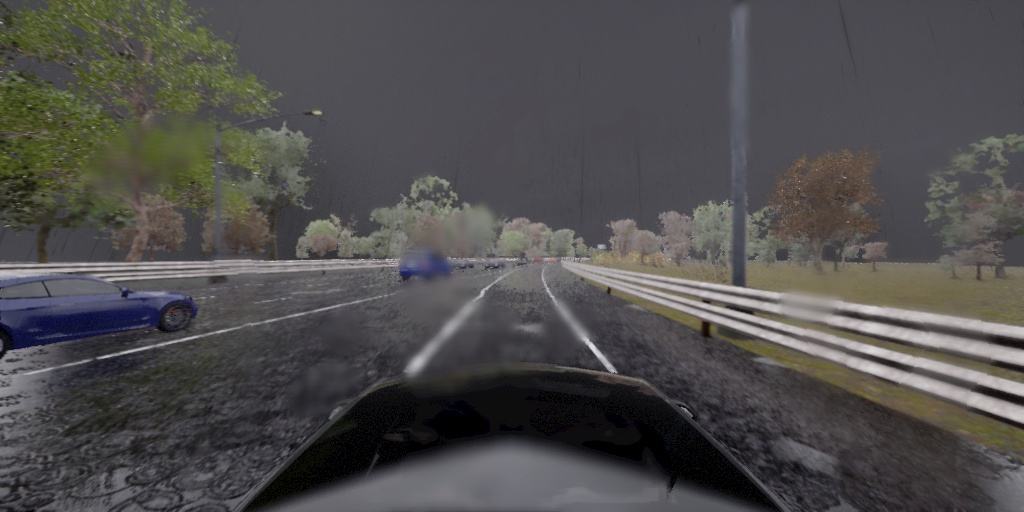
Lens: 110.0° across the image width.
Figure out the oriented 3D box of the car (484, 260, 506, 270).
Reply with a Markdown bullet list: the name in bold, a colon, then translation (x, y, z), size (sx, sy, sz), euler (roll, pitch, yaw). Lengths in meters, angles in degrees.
- **car**: translation (-2.140, 1.193, 46.951), size (1.895, 1.301, 4.718), euler (0, 0, 11)

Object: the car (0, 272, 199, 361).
- **car**: translation (-8.750, 1.030, 6.785), size (1.812, 1.442, 4.674), euler (0, 0, 8)

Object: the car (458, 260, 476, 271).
- **car**: translation (-6.036, 1.178, 45.206), size (1.895, 1.301, 4.718), euler (0, 0, 11)

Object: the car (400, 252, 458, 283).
- **car**: translation (-5.936, 0.765, 25.547), size (2.150, 2.045, 5.566), euler (0, 0, 9)

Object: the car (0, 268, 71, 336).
- **car**: translation (-12.282, 1.017, 6.807), size (1.812, 1.442, 4.674), euler (0, 0, 8)
